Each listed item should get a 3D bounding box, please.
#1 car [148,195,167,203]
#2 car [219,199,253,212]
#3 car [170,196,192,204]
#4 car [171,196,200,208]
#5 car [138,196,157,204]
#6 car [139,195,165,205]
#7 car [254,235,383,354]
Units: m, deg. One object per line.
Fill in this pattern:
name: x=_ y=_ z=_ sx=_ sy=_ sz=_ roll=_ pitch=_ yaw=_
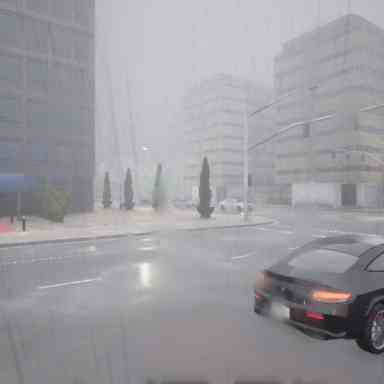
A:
car: x=-7.344 y=1.503 z=69.697 sx=1.837 sy=1.490 sz=4.892 roll=0 pitch=0 yaw=-35
car: x=5.132 y=1.526 z=39.432 sx=1.812 sy=1.442 sz=4.674 roll=0 pitch=0 yaw=-35
car: x=-2.060 y=1.526 z=62.221 sx=1.812 sy=1.442 sz=4.674 roll=0 pitch=0 yaw=-35
car: x=-0.726 y=1.601 z=47.786 sx=1.895 sy=1.301 sz=4.718 roll=0 pitch=0 yaw=-35
car: x=-8.788 y=1.564 z=65.722 sx=1.994 sy=1.385 sz=4.181 roll=0 pitch=0 yaw=-35
car: x=-7.097 y=1.353 z=56.903 sx=2.097 sy=1.767 sz=4.553 roll=0 pitch=0 yaw=-35
car: x=3.149 y=1.526 z=6.066 sx=4.674 sy=1.442 sz=1.812 roll=0 pitch=0 yaw=-35
